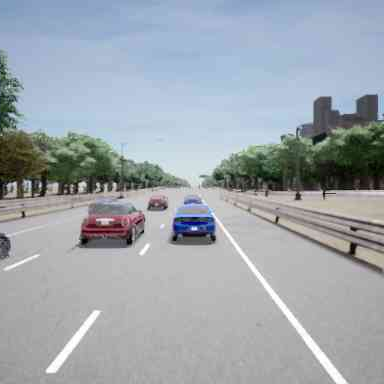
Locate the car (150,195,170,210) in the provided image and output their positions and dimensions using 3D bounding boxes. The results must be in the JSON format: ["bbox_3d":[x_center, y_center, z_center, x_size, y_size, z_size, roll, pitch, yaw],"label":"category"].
[{"bbox_3d":[-3.409,0.997,34.289,1.812,1.442,4.674,0,1,0],"label":"car"}]

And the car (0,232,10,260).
[{"bbox_3d":[-6.903,1.464,9.029,1.812,1.442,4.674,0,1,0],"label":"car"}]

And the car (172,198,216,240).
[{"bbox_3d":[0.096,1.302,16.060,1.882,1.535,5.008,0,1,0],"label":"car"}]

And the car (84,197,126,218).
[{"bbox_3d":[-6.907,1.160,27.037,2.033,1.411,5.357,0,1,0],"label":"car"}]

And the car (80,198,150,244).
[{"bbox_3d":[-3.402,1.194,15.143,2.097,1.767,4.553,0,1,0],"label":"car"}]

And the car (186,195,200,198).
[{"bbox_3d":[0.090,0.997,34.288,1.812,1.442,4.674,0,1,0],"label":"car"}]
